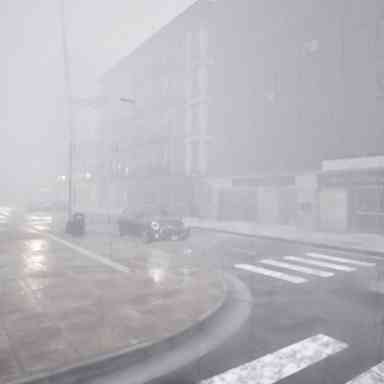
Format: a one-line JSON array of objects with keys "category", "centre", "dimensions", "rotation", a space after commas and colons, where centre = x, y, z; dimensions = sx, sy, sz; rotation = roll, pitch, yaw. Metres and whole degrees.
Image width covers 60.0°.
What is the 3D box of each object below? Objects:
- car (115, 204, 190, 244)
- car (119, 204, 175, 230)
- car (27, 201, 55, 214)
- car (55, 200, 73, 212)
[{"category": "car", "centre": [-2.050, 1.452, 16.477], "dimensions": [2.097, 1.767, 4.553], "rotation": [0, 0, -36]}, {"category": "car", "centre": [-3.298, 1.639, 23.308], "dimensions": [1.837, 1.490, 4.892], "rotation": [0, 0, -36]}, {"category": "car", "centre": [-17.668, 1.764, 38.433], "dimensions": [1.895, 1.301, 4.718], "rotation": [0, 0, -35]}, {"category": "car", "centre": [-16.531, 1.735, 41.860], "dimensions": [2.033, 1.411, 5.357], "rotation": [0, 0, -36]}]
